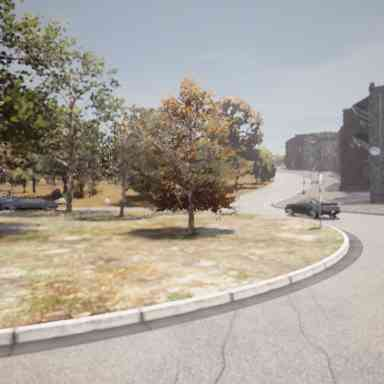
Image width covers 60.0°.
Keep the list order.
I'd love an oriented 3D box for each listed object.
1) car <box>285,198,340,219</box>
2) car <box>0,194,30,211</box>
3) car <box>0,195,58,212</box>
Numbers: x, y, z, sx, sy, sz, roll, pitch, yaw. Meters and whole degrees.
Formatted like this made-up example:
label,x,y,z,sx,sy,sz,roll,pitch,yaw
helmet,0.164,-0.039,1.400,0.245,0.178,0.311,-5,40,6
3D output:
label,x,y,z,sx,sy,sz,roll,pitch,yaw
car,9.084,1.174,25.465,2.128,1.511,4.902,-1,0,-18
car,-20.503,1.148,36.563,4.553,1.767,2.097,-1,1,-33
car,-17.030,1.341,35.142,5.357,1.411,2.033,0,0,-27
